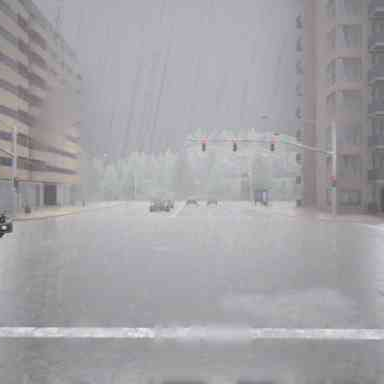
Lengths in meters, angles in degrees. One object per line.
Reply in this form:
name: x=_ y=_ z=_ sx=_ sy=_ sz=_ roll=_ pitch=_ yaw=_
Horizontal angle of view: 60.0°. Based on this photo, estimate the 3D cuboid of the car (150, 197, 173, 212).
car: x=-3.618 y=1.383 z=38.303 sx=2.097 sy=1.767 sz=4.553 roll=0 pitch=0 yaw=0

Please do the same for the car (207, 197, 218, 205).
car: x=3.714 y=1.596 z=60.804 sx=2.033 sy=1.411 sz=5.357 roll=0 pitch=0 yaw=4

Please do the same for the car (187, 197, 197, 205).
car: x=-0.030 y=1.574 z=60.033 sx=1.812 sy=1.442 sz=4.674 roll=0 pitch=0 yaw=0

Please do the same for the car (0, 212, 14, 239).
car: x=-11.035 y=1.236 z=14.759 sx=5.566 sy=2.045 sz=2.150 roll=0 pitch=0 yaw=1
